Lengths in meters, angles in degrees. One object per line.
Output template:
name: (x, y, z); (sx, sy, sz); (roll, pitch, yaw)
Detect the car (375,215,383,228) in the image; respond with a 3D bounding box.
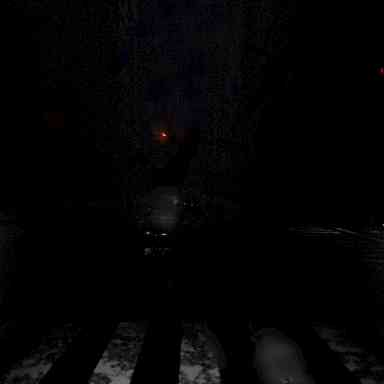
car: (13.496, 1.652, 19.561); (4.718, 1.301, 1.895); (0, 1, 0)

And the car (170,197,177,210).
car: (-3.243, 1.591, 41.524); (1.895, 1.301, 4.718); (0, 0, 0)

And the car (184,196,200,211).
car: (-0.037, 1.538, 40.985); (2.033, 1.411, 5.357); (0, 0, 0)

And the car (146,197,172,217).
car: (-3.206, 1.518, 31.564); (1.812, 1.442, 4.674); (0, 0, -1)

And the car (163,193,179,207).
car: (-3.262, 1.210, 52.114); (2.150, 2.045, 5.566); (0, 0, 0)
